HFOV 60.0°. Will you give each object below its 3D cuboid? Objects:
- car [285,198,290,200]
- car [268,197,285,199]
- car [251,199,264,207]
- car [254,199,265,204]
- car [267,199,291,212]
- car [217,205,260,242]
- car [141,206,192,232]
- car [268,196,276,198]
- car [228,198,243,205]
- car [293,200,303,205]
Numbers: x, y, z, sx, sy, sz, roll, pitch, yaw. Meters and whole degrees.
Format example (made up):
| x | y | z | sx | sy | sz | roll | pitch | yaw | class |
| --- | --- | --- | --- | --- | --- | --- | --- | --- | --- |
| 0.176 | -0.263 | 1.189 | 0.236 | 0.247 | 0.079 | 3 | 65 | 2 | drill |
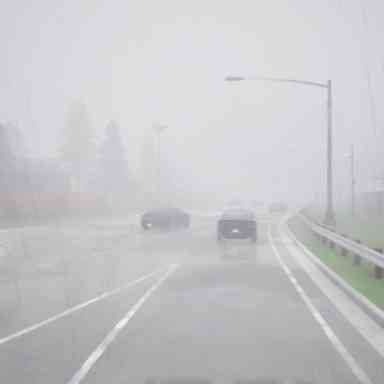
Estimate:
| x | y | z | sx | sy | sz | roll | pitch | yaw | class |
| --- | --- | --- | --- | --- | --- | --- | --- | --- | --- |
| 24.465 | 2.382 | 86.081 | 1.882 | 1.535 | 5.008 | 0 | -1 | 22 | car |
| 17.685 | 2.283 | 69.341 | 1.994 | 1.385 | 4.181 | 0 | -1 | 22 | car |
| 13.457 | 2.183 | 68.114 | 1.882 | 1.535 | 5.008 | 0 | -1 | 22 | car |
| 18.072 | 2.474 | 88.939 | 1.994 | 1.385 | 4.181 | 0 | -1 | 22 | car |
| 12.090 | 2.049 | 46.248 | 1.994 | 1.385 | 4.181 | 0 | -1 | 22 | car |
| 2.496 | 1.659 | 17.592 | 1.882 | 1.535 | 5.008 | 0 | -1 | 12 | car |
| -1.586 | 1.722 | 22.008 | 1.837 | 1.490 | 4.892 | 0 | -1 | 22 | car |
| 21.237 | 2.137 | 87.434 | 2.150 | 2.045 | 5.566 | 0 | -1 | 22 | car |
| 8.614 | 2.024 | 65.513 | 2.097 | 1.767 | 4.553 | 0 | 0 | 22 | car |
| 24.365 | 2.405 | 76.573 | 1.895 | 1.301 | 4.718 | 0 | -1 | 22 | car |
